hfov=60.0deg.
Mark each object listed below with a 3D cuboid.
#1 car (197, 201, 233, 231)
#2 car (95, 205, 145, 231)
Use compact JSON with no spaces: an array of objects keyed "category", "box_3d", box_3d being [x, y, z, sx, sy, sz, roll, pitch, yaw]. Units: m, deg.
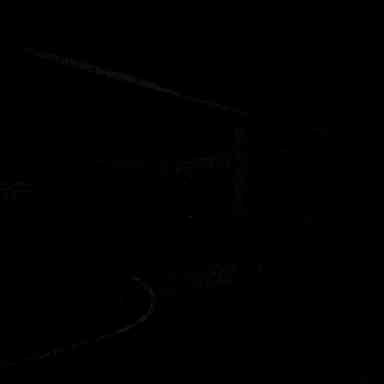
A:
[{"category":"car","box_3d":[2.028,1.578,22.940,1.905,1.878,3.866,0,0,-36]},{"category":"car","box_3d":[-5.101,1.707,23.164,2.242,1.667,4.611,0,0,-36]}]
